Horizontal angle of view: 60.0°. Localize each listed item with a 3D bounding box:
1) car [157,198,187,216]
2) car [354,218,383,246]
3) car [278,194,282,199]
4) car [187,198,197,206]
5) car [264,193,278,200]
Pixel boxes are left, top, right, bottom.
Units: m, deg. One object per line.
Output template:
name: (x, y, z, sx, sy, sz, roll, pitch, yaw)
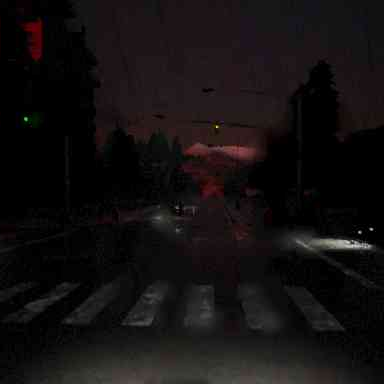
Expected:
car: (-1.997, 1.352, 32.037, 2.097, 1.767, 4.553, 0, 0, 4)
car: (9.264, 1.568, 14.220, 4.181, 1.385, 1.994, 0, 0, 6)
car: (22.970, 1.315, 89.639, 1.970, 1.475, 3.806, 0, 0, 5)
car: (-0.313, 1.574, 53.431, 1.895, 1.301, 4.718, 0, 0, 5)
car: (19.375, 1.312, 82.496, 1.845, 1.501, 3.633, 0, 0, 5)
